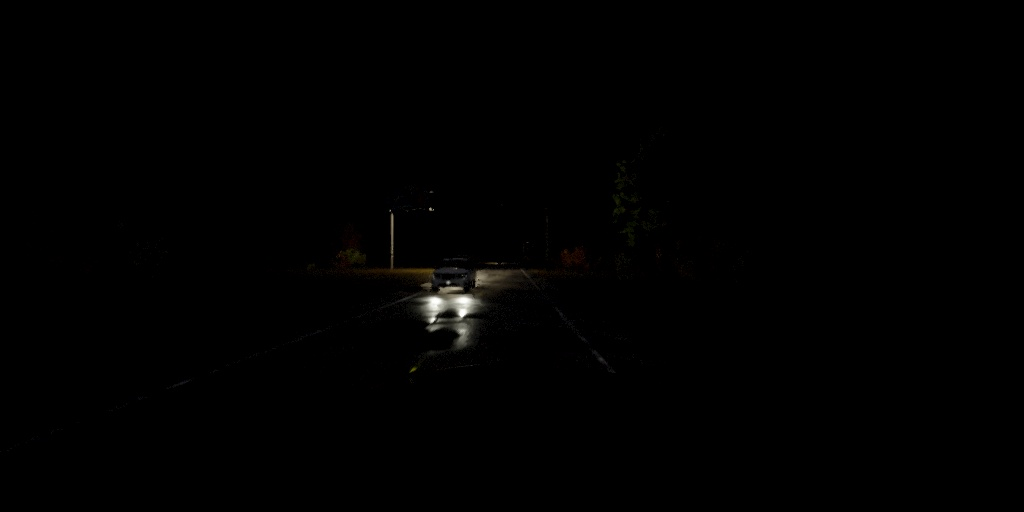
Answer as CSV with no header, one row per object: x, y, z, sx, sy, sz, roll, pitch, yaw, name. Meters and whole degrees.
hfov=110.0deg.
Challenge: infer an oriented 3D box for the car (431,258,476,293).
-3.500,1.119,22.442,2.150,2.045,5.566,0,-1,0,car
